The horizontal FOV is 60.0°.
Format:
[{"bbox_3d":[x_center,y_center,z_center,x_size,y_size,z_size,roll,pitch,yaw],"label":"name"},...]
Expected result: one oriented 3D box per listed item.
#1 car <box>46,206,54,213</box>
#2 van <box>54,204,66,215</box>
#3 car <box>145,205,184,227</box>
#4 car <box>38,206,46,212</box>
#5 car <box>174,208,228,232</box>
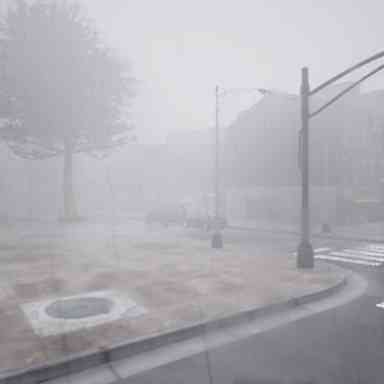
[{"bbox_3d":[-24.921,3.241,61.390,1.752,1.417,4.829,-2,0,-35],"label":"car"},{"bbox_3d":[-21.620,2.912,56.745,1.690,1.788,3.998,-2,0,-35],"label":"van"},{"bbox_3d":[-2.358,2.060,29.704,2.192,1.841,5.009,-2,0,-35],"label":"car"},{"bbox_3d":[-31.241,3.577,70.265,1.802,1.307,4.206,-2,0,-35],"label":"car"},{"bbox_3d":[0.861,2.161,25.196,2.008,1.369,4.403,-2,0,-35],"label":"car"}]
